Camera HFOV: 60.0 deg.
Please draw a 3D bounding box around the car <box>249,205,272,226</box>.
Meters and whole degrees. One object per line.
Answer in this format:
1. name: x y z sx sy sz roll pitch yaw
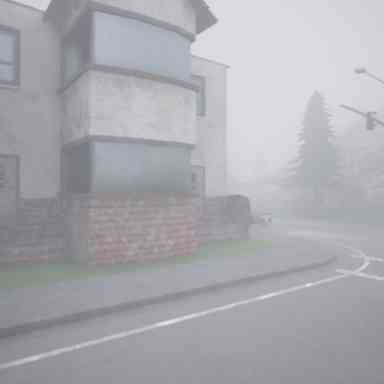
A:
1. car: 3.266 1.491 22.723 2.128 1.511 4.902 0 0 -35
